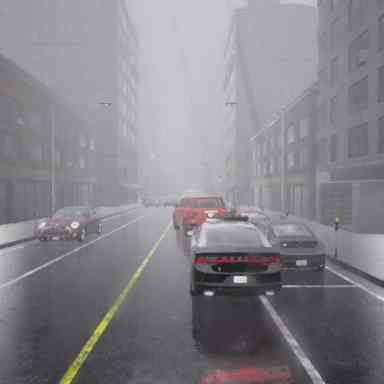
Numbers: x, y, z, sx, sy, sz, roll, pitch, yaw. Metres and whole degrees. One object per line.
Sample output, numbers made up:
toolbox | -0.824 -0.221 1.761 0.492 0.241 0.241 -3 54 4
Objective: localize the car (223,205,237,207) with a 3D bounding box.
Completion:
car | 2.756 1.544 16.057 1.887 1.381 4.507 -1 0 0

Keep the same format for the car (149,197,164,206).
car | -5.760 1.582 54.595 1.947 1.339 4.313 -1 0 0

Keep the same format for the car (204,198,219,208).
car | 2.764 1.578 49.088 1.947 1.339 4.313 -1 0 0

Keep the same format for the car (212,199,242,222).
car | 2.757 1.442 27.067 1.967 1.590 4.097 -1 0 0

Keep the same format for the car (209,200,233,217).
car | 2.760 1.548 32.572 1.887 1.381 4.507 -1 0 0

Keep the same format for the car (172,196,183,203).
car | -2.989 1.591 68.929 1.994 1.385 4.181 0 0 0

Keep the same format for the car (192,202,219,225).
car | 0.906 1.527 24.655 1.812 1.442 4.674 0 0 0

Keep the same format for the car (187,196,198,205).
car | 0.014 1.498 59.493 1.882 1.535 5.008 0 0 0

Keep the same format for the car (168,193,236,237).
car | 0.339 1.210 18.445 2.150 2.045 5.566 -1 0 -12

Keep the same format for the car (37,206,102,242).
car | -5.771 1.439 16.059 1.967 1.590 4.097 -1 0 0

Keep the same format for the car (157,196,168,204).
car | -5.758 1.570 65.606 1.887 1.381 4.507 -1 0 0

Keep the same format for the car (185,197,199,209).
car | 0.030 1.516 46.849 1.837 1.490 4.892 0 0 1

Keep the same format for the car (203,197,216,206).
car | 2.765 1.561 54.593 1.887 1.381 4.507 -1 0 0

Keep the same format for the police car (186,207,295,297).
police car | 0.901 1.424 8.763 1.930 1.638 5.238 0 0 0

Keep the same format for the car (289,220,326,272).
car | 2.754 1.549 10.551 2.008 1.369 4.403 -1 0 0

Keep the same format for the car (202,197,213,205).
car | 2.766 1.565 60.098 1.887 1.381 4.507 -1 0 0

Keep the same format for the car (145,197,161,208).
car | -5.763 1.453 49.090 1.967 1.590 4.097 -1 0 0

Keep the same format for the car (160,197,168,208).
car | -3.080 1.613 48.556 1.895 1.301 4.718 0 0 0

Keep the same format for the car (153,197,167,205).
car | -5.759 1.571 60.100 2.008 1.369 4.403 -1 0 0
